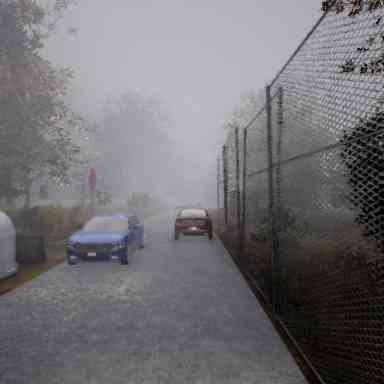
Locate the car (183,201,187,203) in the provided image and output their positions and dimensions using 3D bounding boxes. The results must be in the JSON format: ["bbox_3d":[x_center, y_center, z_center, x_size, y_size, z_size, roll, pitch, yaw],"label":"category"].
[{"bbox_3d":[0.322,1.932,38.394,1.994,1.385,4.181,0,-1,2],"label":"car"}]

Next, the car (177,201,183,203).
[{"bbox_3d":[-1.640,2.228,53.999,2.033,1.411,5.357,0,-1,6],"label":"car"}]

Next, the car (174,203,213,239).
[{"bbox_3d":[0.073,1.563,17.883,1.882,1.535,5.008,0,-1,0],"label":"car"}]

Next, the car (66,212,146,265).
[{"bbox_3d":[-2.862,1.518,11.974,1.882,1.535,5.008,0,0,0],"label":"car"}]
